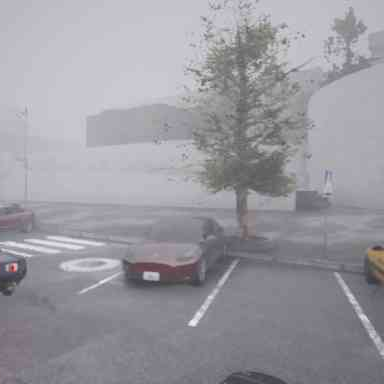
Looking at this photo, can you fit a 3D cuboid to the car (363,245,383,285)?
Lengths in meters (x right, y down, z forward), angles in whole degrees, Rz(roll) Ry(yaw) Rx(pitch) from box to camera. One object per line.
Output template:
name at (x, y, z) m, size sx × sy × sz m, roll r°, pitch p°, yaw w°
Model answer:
car at (4.683, 1.449, 6.351) m, size 1.946 × 1.575 × 5.366 m, roll 0°, pitch 0°, yaw 16°

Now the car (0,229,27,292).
car at (-5.839, 1.566, 7.551) m, size 4.718 × 1.301 × 1.895 m, roll 0°, pitch 0°, yaw 36°

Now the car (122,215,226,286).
car at (-0.251, 1.465, 9.634) m, size 2.163 × 1.488 × 4.792 m, roll 1°, pitch 0°, yaw 16°

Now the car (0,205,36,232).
car at (-10.019, 1.428, 16.614) m, size 2.163 × 1.488 × 4.792 m, roll 1°, pitch 0°, yaw 16°
